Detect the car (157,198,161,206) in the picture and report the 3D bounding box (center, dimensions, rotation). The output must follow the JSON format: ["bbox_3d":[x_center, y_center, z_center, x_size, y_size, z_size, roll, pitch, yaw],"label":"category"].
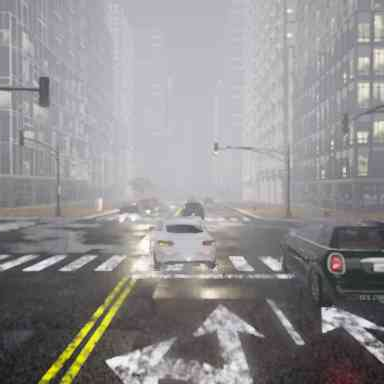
[{"bbox_3d":[-6.498,1.647,57.094,1.882,1.535,5.008,0,0,0],"label":"car"}]

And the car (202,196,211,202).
[{"bbox_3d":[3.255,1.572,76.367,1.812,1.442,4.674,0,0,0],"label":"car"}]

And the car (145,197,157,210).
[{"bbox_3d":[-6.565,1.620,46.719,1.882,1.535,5.008,0,0,1],"label":"car"}]

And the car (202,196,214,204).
[{"bbox_3d":[3.255,1.669,65.950,1.882,1.535,5.008,0,0,0],"label":"car"}]

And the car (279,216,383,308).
[{"bbox_3d":[3.534,1.379,8.085,2.097,1.767,4.553,0,0,3],"label":"car"}]

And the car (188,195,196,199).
[{"bbox_3d":[0.004,1.696,65.951,1.837,1.490,4.892,0,0,0],"label":"car"}]

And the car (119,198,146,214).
[{"bbox_3d":[-6.588,1.678,36.394,1.994,1.385,4.181,0,0,0],"label":"car"}]

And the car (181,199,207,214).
[{"bbox_3d":[0.111,1.583,29.077,1.837,1.490,4.892,0,-1,0],"label":"car"}]

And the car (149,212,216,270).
[{"bbox_3d":[-0.441,1.599,11.219,1.812,1.442,4.674,1,-1,-9],"label":"car"}]

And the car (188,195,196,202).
[{"bbox_3d":[0.004,1.526,76.368,1.882,1.535,5.008,0,0,0],"label":"car"}]
